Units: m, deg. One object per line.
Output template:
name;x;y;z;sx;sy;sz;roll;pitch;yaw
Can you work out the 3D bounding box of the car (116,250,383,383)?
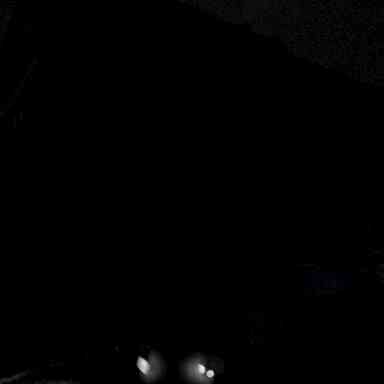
car;1.138;1.562;4.496;4.181;1.385;1.994;0;0;-35
